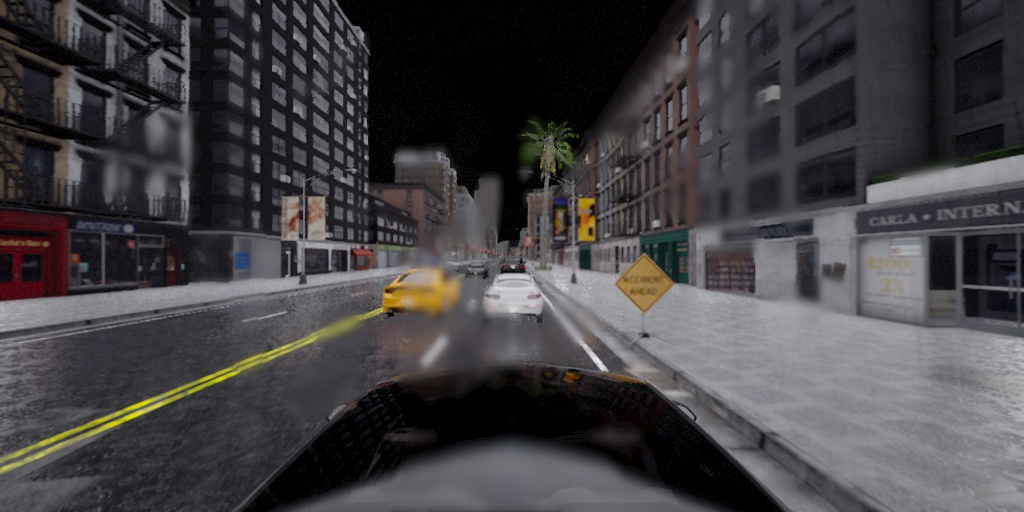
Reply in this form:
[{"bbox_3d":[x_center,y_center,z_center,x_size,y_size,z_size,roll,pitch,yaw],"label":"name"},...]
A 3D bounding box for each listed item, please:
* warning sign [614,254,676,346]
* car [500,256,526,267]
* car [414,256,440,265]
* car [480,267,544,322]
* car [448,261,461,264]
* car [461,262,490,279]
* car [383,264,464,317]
[{"bbox_3d":[2.850,0.876,7.747,1.300,1.860,1.060,0,0,0],"label":"warning sign"},{"bbox_3d":[0.094,1.029,32.610,2.150,2.045,5.566,0,0,0],"label":"car"},{"bbox_3d":[-9.845,1.047,41.695,2.150,2.045,5.566,0,0,0],"label":"car"},{"bbox_3d":[0.076,1.294,12.318,1.812,1.442,4.674,0,0,0],"label":"car"},{"bbox_3d":[-6.595,1.351,41.320,1.812,1.442,4.674,0,0,0],"label":"car"},{"bbox_3d":[-3.157,1.301,33.588,2.128,1.511,4.902,0,0,0],"label":"car"},{"bbox_3d":[-3.169,1.248,13.396,1.882,1.535,5.008,0,0,0],"label":"car"}]
